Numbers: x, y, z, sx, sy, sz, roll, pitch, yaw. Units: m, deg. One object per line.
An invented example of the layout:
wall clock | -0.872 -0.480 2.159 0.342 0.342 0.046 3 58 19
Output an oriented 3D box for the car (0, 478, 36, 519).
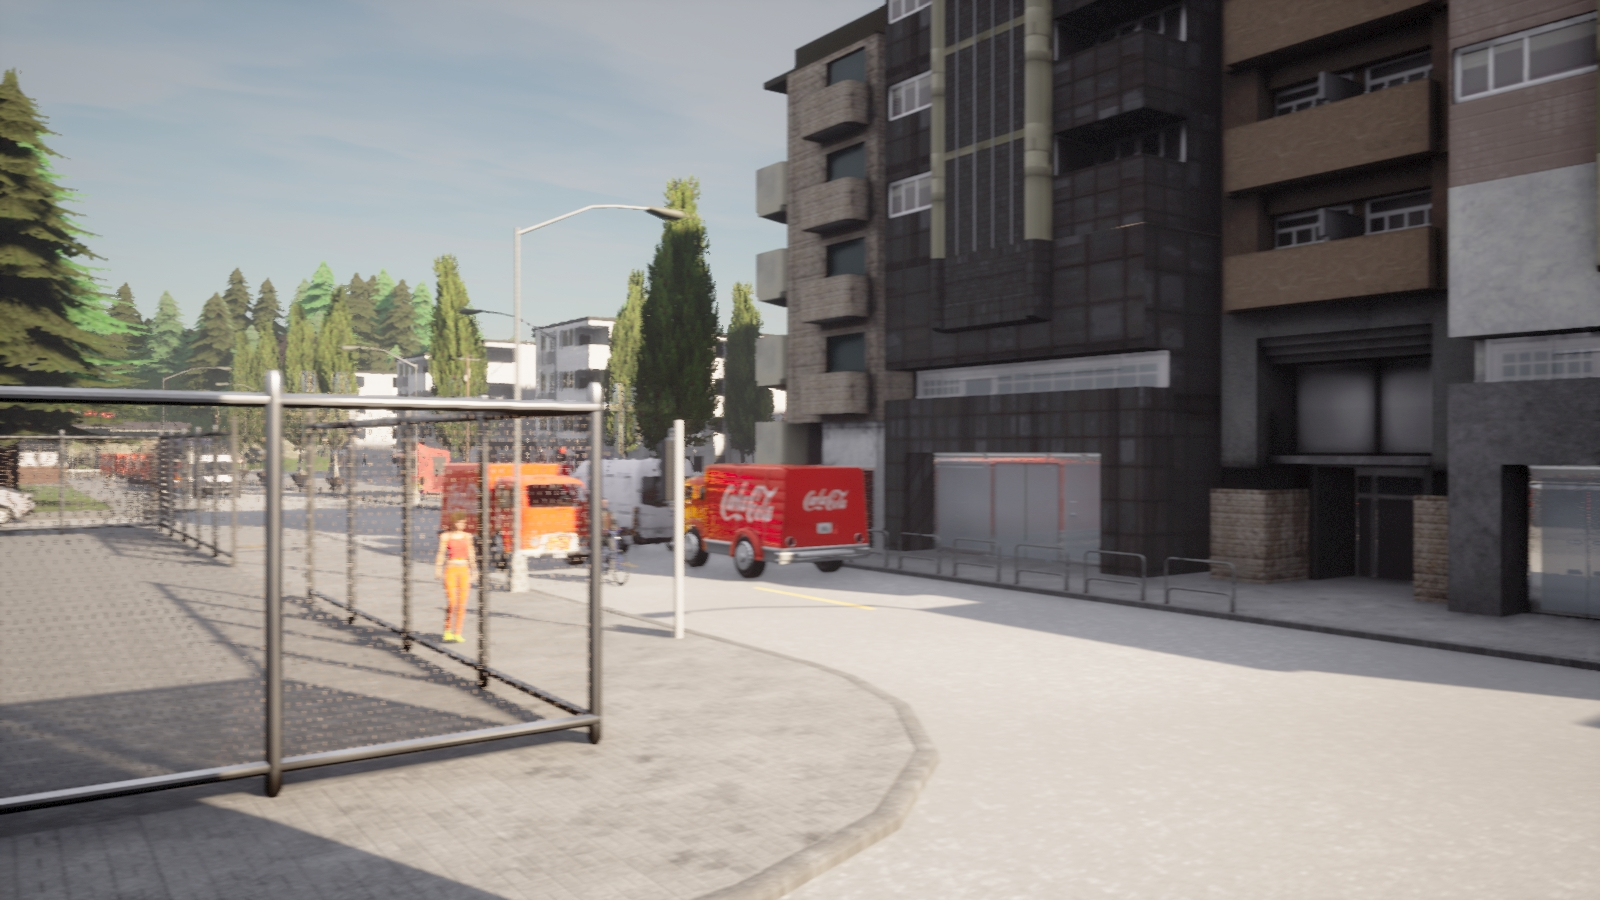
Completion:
car | -31.404 1.820 42.521 4.892 1.480 2.231 0 0 -35

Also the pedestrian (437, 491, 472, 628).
pedestrian | -4.834 1.518 15.975 0.375 1.860 0.375 0 0 -36

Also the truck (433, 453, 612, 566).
truck | -6.984 1.336 28.304 2.627 2.467 5.204 0 0 -35

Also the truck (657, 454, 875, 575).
truck | -0.911 1.342 26.546 2.627 2.467 5.204 0 0 -35

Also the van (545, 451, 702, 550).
van | -5.143 1.304 32.518 1.988 2.561 5.915 0 0 -35

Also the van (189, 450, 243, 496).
van | -34.028 1.287 66.503 1.988 2.561 5.915 0 0 -35
